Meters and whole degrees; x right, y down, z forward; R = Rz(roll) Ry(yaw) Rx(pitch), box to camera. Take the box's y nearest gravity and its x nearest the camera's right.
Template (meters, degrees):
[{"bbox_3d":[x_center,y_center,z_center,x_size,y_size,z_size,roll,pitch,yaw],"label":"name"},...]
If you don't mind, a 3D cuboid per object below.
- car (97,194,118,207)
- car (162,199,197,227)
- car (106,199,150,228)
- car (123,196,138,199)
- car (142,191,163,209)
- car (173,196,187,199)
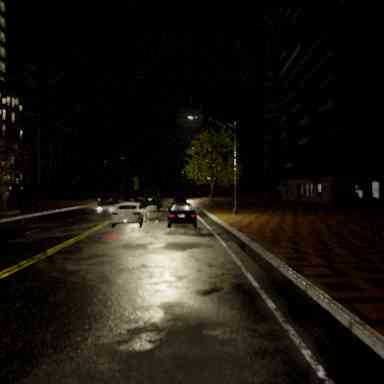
[{"bbox_3d":[-11.470,1.039,45.614,2.097,1.767,4.553,0,0,0],"label":"car"},{"bbox_3d":[-0.670,1.392,21.474,2.033,1.411,5.357,0,0,-3],"label":"car"},{"bbox_3d":[-3.900,1.376,21.085,1.812,1.442,4.674,0,0,-3],"label":"car"},{"bbox_3d":[-8.219,1.214,45.069,1.812,1.442,4.674,0,0,0],"label":"car"},{"bbox_3d":[-4.730,0.942,39.763,2.150,2.045,5.566,0,0,-1],"label":"car"},{"bbox_3d":[-1.512,1.228,41.970,1.812,1.442,4.674,0,1,-1],"label":"car"}]
